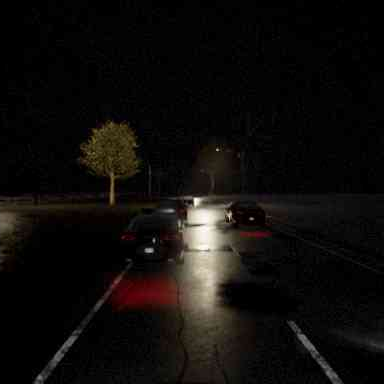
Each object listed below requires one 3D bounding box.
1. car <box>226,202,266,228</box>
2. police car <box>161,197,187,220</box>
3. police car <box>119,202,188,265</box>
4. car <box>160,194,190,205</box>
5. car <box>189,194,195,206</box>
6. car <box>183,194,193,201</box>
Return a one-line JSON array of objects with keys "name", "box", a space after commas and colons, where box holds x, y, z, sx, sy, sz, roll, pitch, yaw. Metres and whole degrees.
[{"name": "car", "box": [3.336, 1.352, 21.272, 1.882, 1.535, 5.008, 0, 0, -1]}, {"name": "police car", "box": [-1.395, 1.256, 27.614, 1.930, 1.638, 5.238, 0, 0, -1]}, {"name": "police car", "box": [-1.193, 1.362, 11.616, 1.930, 1.638, 5.238, 0, 0, -1]}, {"name": "car", "box": [-1.318, 1.222, 21.475, 2.097, 1.767, 4.553, 0, 0, -1]}, {"name": "car", "box": [-0.577, 1.253, 46.740, 2.033, 1.411, 5.357, 0, 0, 0]}, {"name": "car", "box": [-0.849, 1.132, 67.693, 1.994, 1.385, 4.181, 0, 0, -1]}]
